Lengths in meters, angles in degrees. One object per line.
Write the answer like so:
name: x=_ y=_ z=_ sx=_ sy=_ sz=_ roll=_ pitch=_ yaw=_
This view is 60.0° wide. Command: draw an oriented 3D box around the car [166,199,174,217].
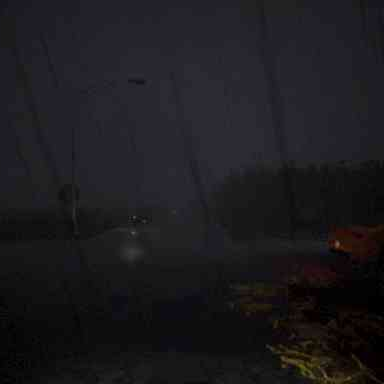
car: x=-3.195 y=1.737 z=34.607 sx=1.882 sy=1.535 sz=5.008 roll=0 pitch=0 yaw=0

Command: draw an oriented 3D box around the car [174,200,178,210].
car: x=-3.122 y=1.832 z=49.237 sx=1.812 sy=1.442 sz=4.674 roll=0 pitch=0 yaw=0

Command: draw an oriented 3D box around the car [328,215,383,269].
car: x=6.874 y=1.440 z=10.444 sx=5.008 sy=1.535 sz=1.882 roll=0 pitch=-1 yaw=-8

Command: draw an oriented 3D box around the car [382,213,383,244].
car: x=10.678 y=1.580 z=13.641 sx=4.718 sy=1.301 sz=1.895 roll=0 pitch=0 yaw=-1

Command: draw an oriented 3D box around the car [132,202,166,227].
car: x=-3.198 y=1.707 z=24.586 sx=1.812 sy=1.442 sz=4.674 roll=0 pitch=-1 yaw=0
